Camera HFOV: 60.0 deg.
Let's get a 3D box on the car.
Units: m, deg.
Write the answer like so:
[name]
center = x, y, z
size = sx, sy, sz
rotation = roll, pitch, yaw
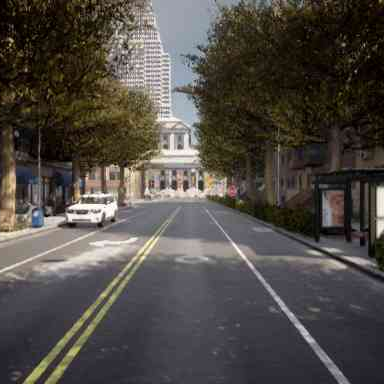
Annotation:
[car]
center = -6.553, 1.186, 22.436
size = 2.435, 2.045, 5.566
rotation = 0, 0, 0
